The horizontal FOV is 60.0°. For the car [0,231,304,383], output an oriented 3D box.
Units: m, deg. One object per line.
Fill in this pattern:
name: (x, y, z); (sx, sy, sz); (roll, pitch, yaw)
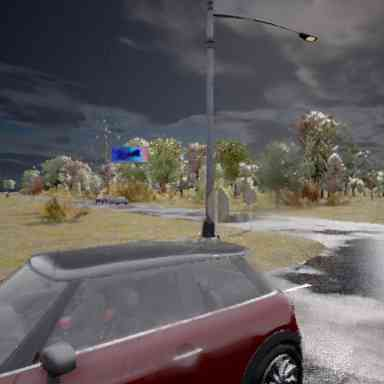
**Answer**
car: (-1.046, 1.352, 3.136); (4.553, 1.767, 2.097); (0, 0, -35)

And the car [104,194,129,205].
car: (-12.213, 1.439, 55.047); (2.033, 1.411, 5.357); (0, 0, -33)

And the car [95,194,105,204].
car: (-16.185, 1.231, 60.938); (2.097, 1.767, 4.553); (0, 0, -34)
